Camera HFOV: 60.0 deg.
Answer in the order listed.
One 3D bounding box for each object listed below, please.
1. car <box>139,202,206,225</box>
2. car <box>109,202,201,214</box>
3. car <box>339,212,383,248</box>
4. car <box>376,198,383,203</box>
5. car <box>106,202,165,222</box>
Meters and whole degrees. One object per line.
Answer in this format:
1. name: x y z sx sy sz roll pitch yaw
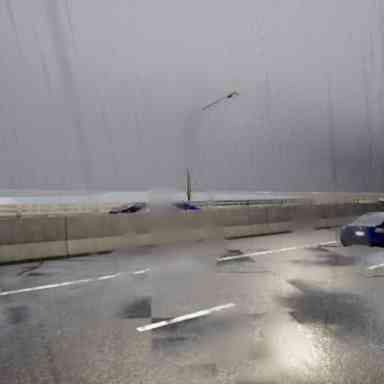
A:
1. car: -1.372 1.489 24.463 4.674 1.442 1.812 0 0 -35
2. car: -2.106 1.520 19.662 5.357 1.411 2.033 0 0 -35
3. car: 7.948 1.526 13.660 4.181 1.385 1.994 0 0 -35
4. car: 29.995 1.402 50.456 5.357 1.411 2.033 0 0 -34
5. car: -4.494 1.530 26.541 4.181 1.385 1.994 0 0 -35
